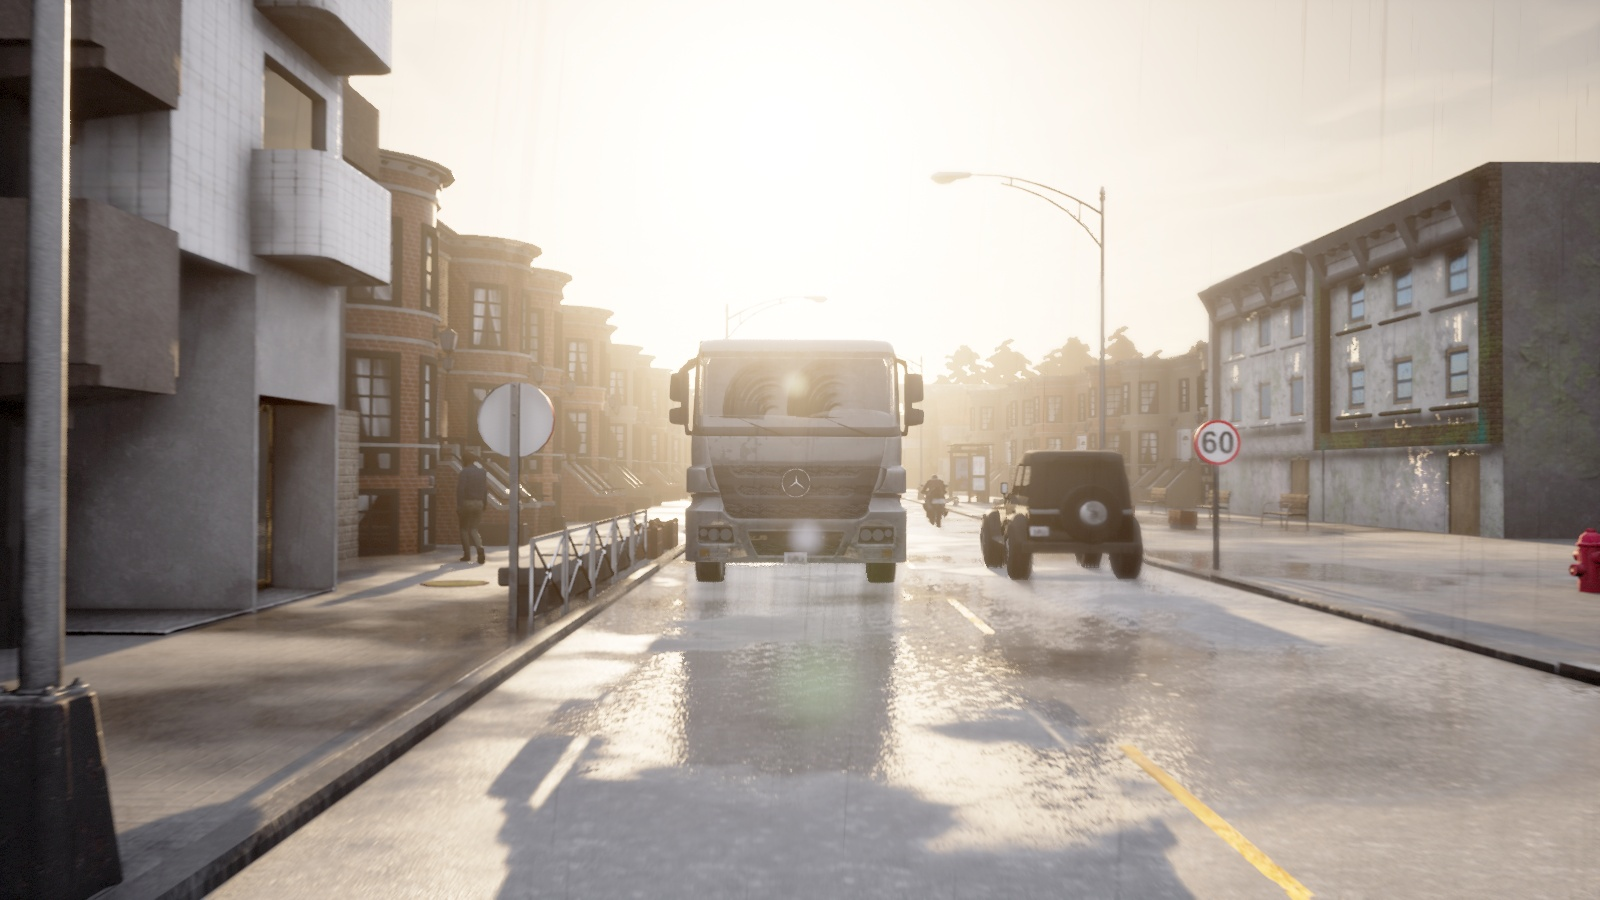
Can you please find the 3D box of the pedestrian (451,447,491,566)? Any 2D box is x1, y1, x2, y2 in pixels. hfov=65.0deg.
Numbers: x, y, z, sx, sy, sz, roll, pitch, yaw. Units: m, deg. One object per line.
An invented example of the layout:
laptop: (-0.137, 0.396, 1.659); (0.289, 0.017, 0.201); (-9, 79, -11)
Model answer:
pedestrian: (-5.192, 0.877, 19.800); (0.370, 1.835, 0.726); (0, -1, -36)

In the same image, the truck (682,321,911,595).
truck: (-0.055, 0.166, 19.924); (2.891, 3.462, 7.936); (0, -1, 0)

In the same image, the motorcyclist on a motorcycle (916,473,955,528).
motorcyclist on a motorcycle: (3.908, 1.443, 36.403); (0.866, 1.530, 2.191); (0, -1, 0)

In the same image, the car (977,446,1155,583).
car: (3.949, 0.919, 19.301); (1.905, 1.878, 3.866); (0, -1, 0)
